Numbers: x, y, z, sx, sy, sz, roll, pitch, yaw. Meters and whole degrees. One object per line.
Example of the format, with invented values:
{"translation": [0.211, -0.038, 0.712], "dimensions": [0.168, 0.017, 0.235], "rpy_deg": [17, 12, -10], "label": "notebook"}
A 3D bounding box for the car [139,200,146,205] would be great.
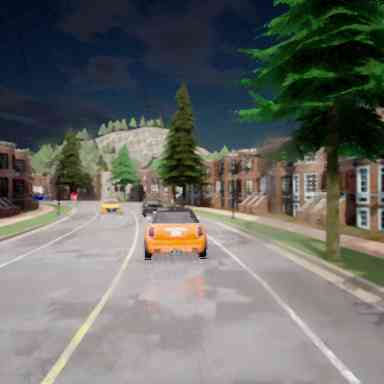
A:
{"translation": [-3.807, 1.485, 31.400], "dimensions": [1.837, 1.490, 4.892], "rpy_deg": [0, 0, -13], "label": "car"}

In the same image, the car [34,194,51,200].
{"translation": [-30.240, 1.176, 67.788], "dimensions": [5.008, 1.535, 1.882], "rpy_deg": [0, 0, 35], "label": "car"}

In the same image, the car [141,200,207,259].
{"translation": [-0.710, 1.342, 12.778], "dimensions": [2.097, 1.767, 4.553], "rpy_deg": [0, 0, -5], "label": "car"}

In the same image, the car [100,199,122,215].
{"translation": [-8.193, 1.466, 33.704], "dimensions": [1.882, 1.535, 5.008], "rpy_deg": [0, 0, -15], "label": "car"}
